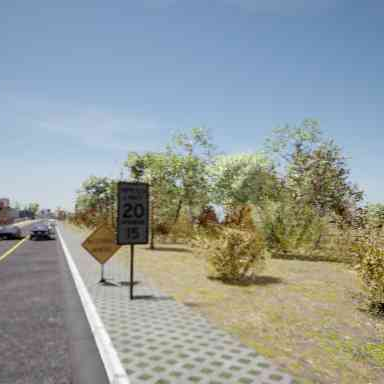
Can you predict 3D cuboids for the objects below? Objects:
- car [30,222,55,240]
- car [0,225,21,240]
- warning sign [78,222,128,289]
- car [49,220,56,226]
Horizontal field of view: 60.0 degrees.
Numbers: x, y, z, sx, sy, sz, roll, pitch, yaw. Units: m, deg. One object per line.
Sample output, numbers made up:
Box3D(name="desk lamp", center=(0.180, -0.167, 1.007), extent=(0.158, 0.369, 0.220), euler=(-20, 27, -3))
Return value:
Box3D(name="car", center=(-15.283, 4.032, 33.581), extent=(2.033, 1.411, 5.357), euler=(2, -5, -22))
Box3D(name="car", center=(-18.221, 3.984, 33.247), extent=(2.033, 1.411, 5.357), euler=(2, -5, -22))
Box3D(name="warning sign", center=(-2.742, 1.872, 10.203), extent=(1.300, 1.860, 1.060), euler=(1, -5, -23))
Box3D(name="car", center=(-33.227, 7.334, 78.520), extent=(1.812, 1.442, 4.674), euler=(2, -5, -23))
